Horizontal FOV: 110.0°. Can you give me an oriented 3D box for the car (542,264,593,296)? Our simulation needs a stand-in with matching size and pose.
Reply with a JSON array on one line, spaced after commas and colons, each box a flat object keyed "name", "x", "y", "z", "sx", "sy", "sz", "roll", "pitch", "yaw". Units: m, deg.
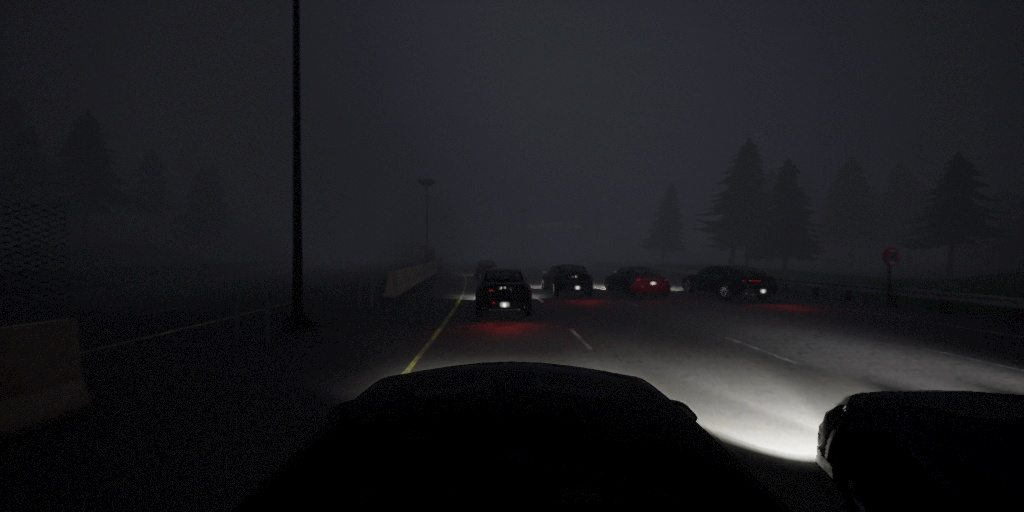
[{"name": "car", "x": 2.754, "y": 1.161, "z": 18.504, "sx": 1.837, "sy": 1.490, "sz": 4.892, "roll": 0, "pitch": 0, "yaw": -5}]

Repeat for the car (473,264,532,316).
[{"name": "car", "x": -0.352, "y": 1.197, "z": 13.146, "sx": 1.837, "sy": 1.490, "sz": 4.892, "roll": 0, "pitch": 0, "yaw": -3}]

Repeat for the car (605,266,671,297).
[{"name": "car", "x": 6.273, "y": 1.211, "z": 18.320, "sx": 1.994, "sy": 1.385, "sz": 4.181, "roll": 0, "pitch": 0, "yaw": -5}]

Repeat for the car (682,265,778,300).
[{"name": "car", "x": 9.921, "y": 1.150, "z": 16.804, "sx": 1.837, "sy": 1.490, "sz": 4.892, "roll": 0, "pitch": 0, "yaw": -4}]

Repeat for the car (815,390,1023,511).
[{"name": "car", "x": 3.521, "y": 1.307, "z": 1.233, "sx": 1.994, "sy": 1.385, "sz": 4.181, "roll": 0, "pitch": 0, "yaw": 0}]

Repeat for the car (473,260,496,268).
[{"name": "car", "x": -2.306, "y": 1.081, "z": 31.453, "sx": 1.882, "sy": 1.535, "sz": 5.008, "roll": 0, "pitch": 0, "yaw": -9}]
